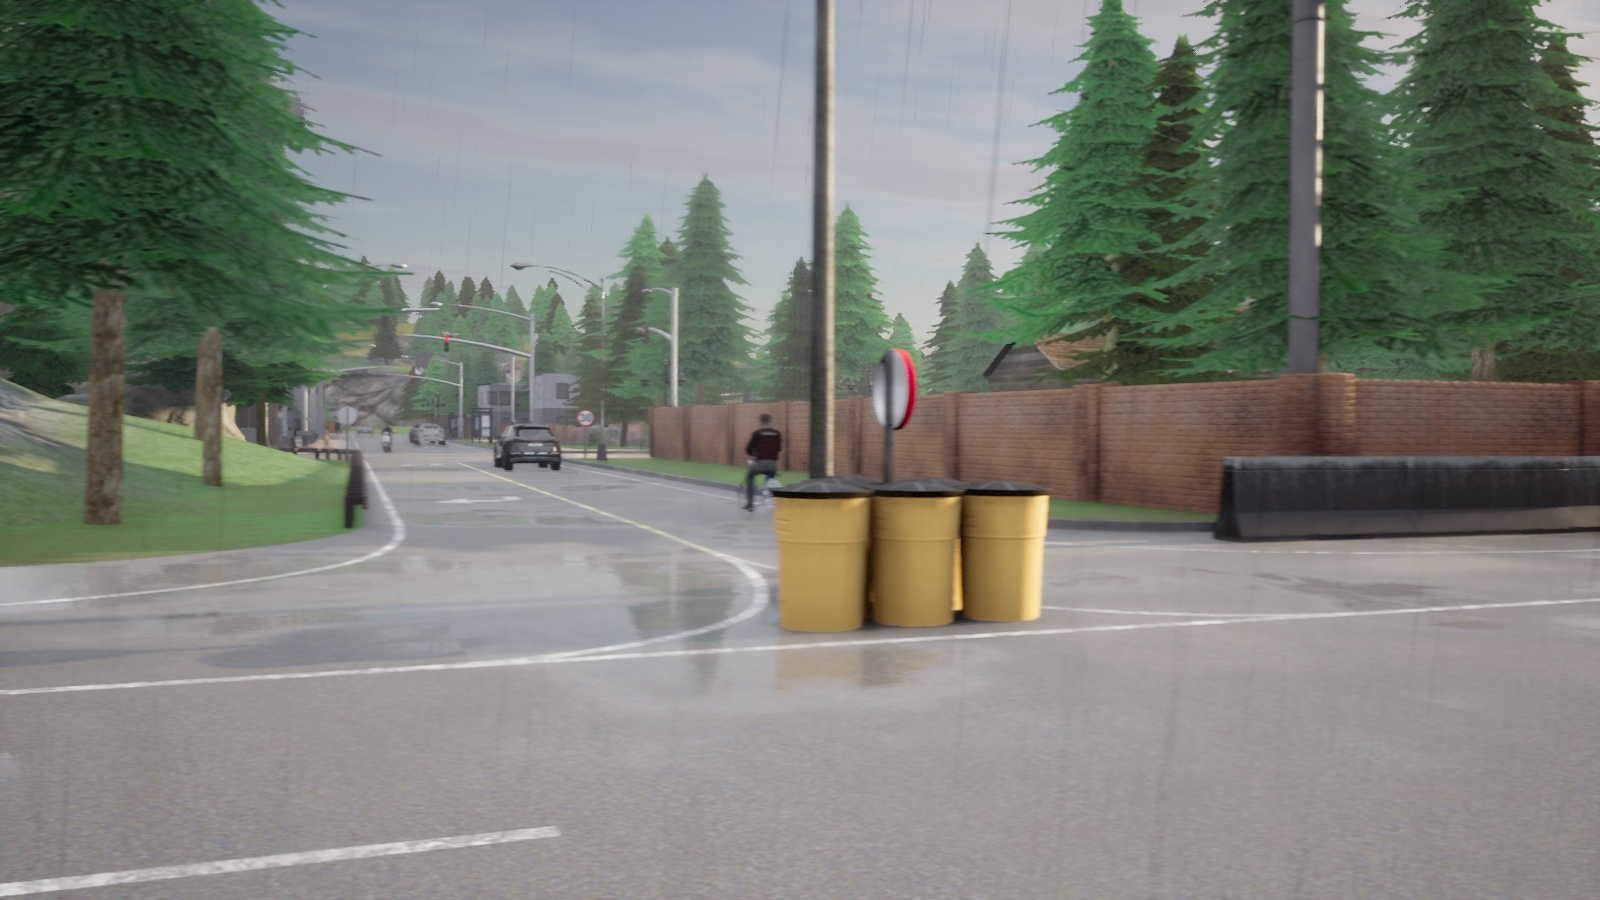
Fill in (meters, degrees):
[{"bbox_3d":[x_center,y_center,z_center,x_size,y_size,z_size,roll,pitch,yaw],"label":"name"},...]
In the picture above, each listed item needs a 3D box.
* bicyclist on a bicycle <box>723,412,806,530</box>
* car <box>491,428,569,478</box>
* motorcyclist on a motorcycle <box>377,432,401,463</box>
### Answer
[{"bbox_3d":[-0.586,0.306,19.916,0.659,1.776,1.843,-1,1,-23],"label":"bicyclist on a bicycle"},{"bbox_3d":[-9.598,0.065,44.398,2.033,1.649,4.856,-1,1,-20],"label":"car"},{"bbox_3d":[-22.123,-0.143,67.648,0.866,1.590,1.817,-3,1,-8],"label":"motorcyclist on a motorcycle"}]
